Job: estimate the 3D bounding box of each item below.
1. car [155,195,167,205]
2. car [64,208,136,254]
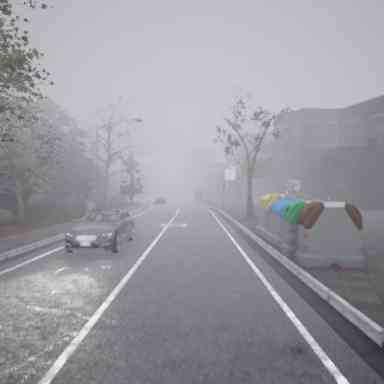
[{"bbox_3d":[-5.293,1.310,56.203,1.882,1.535,5.008,-1,0,-9],"label":"car"},{"bbox_3d":[-3.491,1.435,13.395,2.128,1.511,4.902,0,0,0],"label":"car"}]
